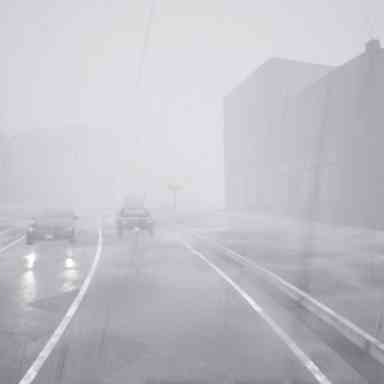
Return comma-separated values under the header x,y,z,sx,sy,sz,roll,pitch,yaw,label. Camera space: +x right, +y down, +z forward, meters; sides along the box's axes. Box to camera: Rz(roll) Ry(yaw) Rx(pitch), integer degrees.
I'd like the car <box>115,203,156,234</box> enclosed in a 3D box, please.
x,y,z,sx,sy,sz,roll,pitch,yaw,label
-3.331,1.540,18.806,1.895,1.301,4.718,1,0,-15,car

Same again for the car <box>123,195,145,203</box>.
x,y,z,sx,sy,sz,roll,pitch,yaw,label
-6.950,1.141,39.925,2.097,1.767,4.553,0,0,-1,car

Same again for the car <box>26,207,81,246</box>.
x,y,z,sx,sy,sz,roll,pitch,yaw,label
-6.103,1.438,15.078,1.812,1.442,4.674,1,0,-15,car
